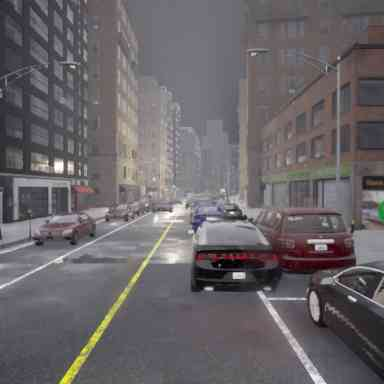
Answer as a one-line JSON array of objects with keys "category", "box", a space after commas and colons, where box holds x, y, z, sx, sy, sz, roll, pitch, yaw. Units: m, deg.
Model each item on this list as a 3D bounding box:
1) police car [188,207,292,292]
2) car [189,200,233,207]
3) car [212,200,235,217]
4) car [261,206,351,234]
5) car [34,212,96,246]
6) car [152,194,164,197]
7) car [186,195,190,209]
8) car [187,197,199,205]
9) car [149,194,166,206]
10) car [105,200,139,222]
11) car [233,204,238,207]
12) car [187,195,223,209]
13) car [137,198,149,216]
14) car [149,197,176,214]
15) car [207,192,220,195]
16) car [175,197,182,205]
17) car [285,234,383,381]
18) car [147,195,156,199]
[{"category": "police car", "box": [0.922, 1.423, 9.056, 1.930, 1.638, 5.238, 0, 0, 0]}, {"category": "car", "box": [0.946, 1.473, 18.947, 1.882, 1.535, 5.008, 0, 0, 0]}, {"category": "car", "box": [2.928, 1.512, 31.963, 1.752, 1.417, 4.829, -1, 0, 0]}, {"category": "car", "box": [2.872, 1.313, 9.768, 2.192, 1.841, 5.009, -1, 0, 0]}, {"category": "car", "box": [-5.637, 1.578, 15.279, 1.802, 1.307, 4.206, -1, 0, 0]}, {"category": "car", "box": [-5.560, 1.286, 48.326, 2.192, 1.841, 5.009, -1, 0, 0]}, {"category": "car", "box": [0.136, 1.539, 44.864, 1.994, 1.385, 4.181, 0, 0, 0]}, {"category": "car", "box": [0.140, 1.561, 57.022, 1.895, 1.301, 4.718, 0, 0, 0]}, {"category": "car", "box": [-5.546, 1.280, 53.834, 2.192, 1.841, 5.009, -1, 0, 0]}, {"category": "car", "box": [-5.611, 1.573, 26.295, 1.802, 1.307, 4.206, -1, 0, 0]}, {"category": "car", "box": [2.914, 1.557, 26.287, 1.947, 1.339, 4.313, -1, 0, 0]}, {"category": "car", "box": [0.900, 1.343, 24.916, 2.097, 1.767, 4.553, 0, 0, 0]}, {"category": "car", "box": [-5.597, 1.569, 31.803, 1.802, 1.307, 4.206, -1, 0, 0]}, {"category": "car", "box": [-3.015, 1.549, 34.752, 1.994, 1.385, 4.181, 0, 0, 0]}, {"category": "car", "box": [5.974, 1.449, 92.640, 1.947, 1.339, 4.313, 0, 0, 9]}, {"category": "car", "box": [-2.856, 1.522, 58.781, 1.994, 1.385, 4.181, 0, 0, 0]}, {"category": "car", "box": [2.861, 1.550, 4.262, 2.008, 1.369, 4.403, -1, 0, 0]}, {"category": "car", "box": [-5.585, 1.423, 37.310, 1.967, 1.590, 4.097, -1, 0, 0]}]
